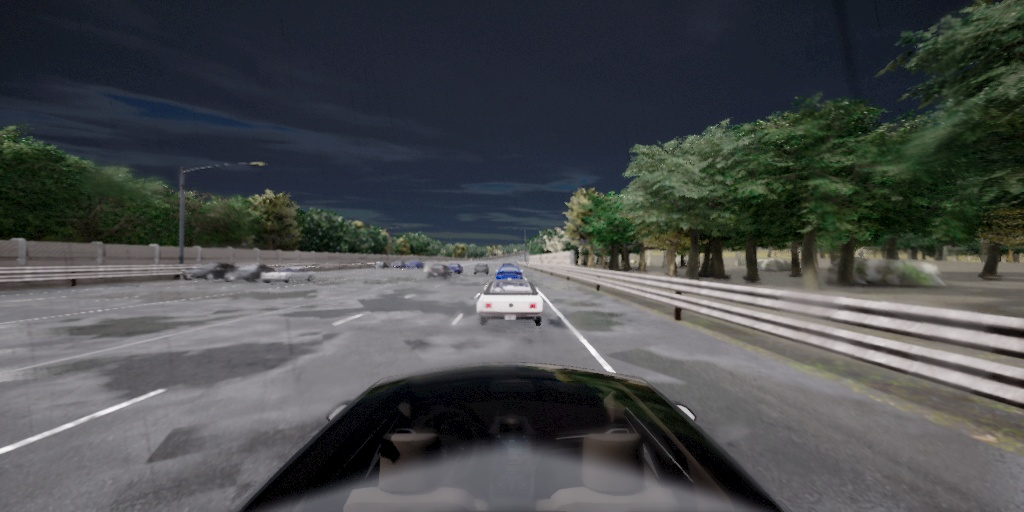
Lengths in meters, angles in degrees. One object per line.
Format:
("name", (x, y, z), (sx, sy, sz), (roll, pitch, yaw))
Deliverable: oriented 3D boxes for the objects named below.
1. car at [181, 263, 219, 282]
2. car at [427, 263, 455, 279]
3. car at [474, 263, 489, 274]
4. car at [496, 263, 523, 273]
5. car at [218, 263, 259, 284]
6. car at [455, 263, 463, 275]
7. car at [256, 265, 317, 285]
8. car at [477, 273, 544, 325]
("car", (-24.712, 1.343, 29.775), (1.837, 1.490, 4.892), (1, -2, -2))
("car", (-7.270, 1.576, 36.304), (1.812, 1.442, 4.674), (0, -1, -1))
("car", (-4.084, 1.686, 48.796), (2.128, 1.511, 4.902), (0, -1, -2))
("car", (-0.203, 1.457, 26.998), (1.882, 1.535, 5.008), (0, -1, -1))
("car", (-21.220, 1.451, 29.485), (1.812, 1.442, 4.674), (0, -1, -2))
("car", (-7.554, 1.691, 47.358), (1.812, 1.442, 4.674), (0, 0, -2))
("car", (-17.697, 1.531, 28.652), (1.895, 1.301, 4.718), (0, -1, -2))
("car", (-0.044, 1.435, 12.164), (1.895, 1.301, 4.718), (0, -1, 0))
